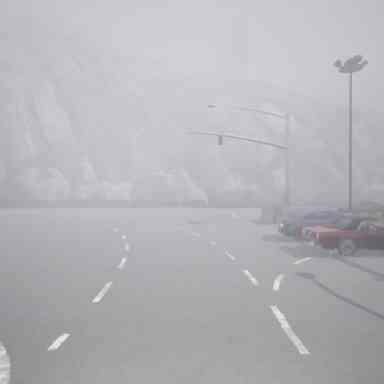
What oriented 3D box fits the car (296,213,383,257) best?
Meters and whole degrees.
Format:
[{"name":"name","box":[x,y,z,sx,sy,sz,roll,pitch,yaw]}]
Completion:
[{"name":"car","box":[6.616,1.575,12.335,4.718,1.301,1.895,0,0,-3]}]

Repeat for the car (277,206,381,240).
[{"name":"car","box":[6.232,1.531,15.819,4.181,1.385,1.994,0,0,-3]}]

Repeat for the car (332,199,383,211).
[{"name":"car","box":[15.597,1.500,30.522,4.181,1.385,1.994,0,0,-3]}]

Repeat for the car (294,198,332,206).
[{"name":"car","box":[15.308,1.461,41.021,5.357,1.411,2.033,0,0,-3]}]
